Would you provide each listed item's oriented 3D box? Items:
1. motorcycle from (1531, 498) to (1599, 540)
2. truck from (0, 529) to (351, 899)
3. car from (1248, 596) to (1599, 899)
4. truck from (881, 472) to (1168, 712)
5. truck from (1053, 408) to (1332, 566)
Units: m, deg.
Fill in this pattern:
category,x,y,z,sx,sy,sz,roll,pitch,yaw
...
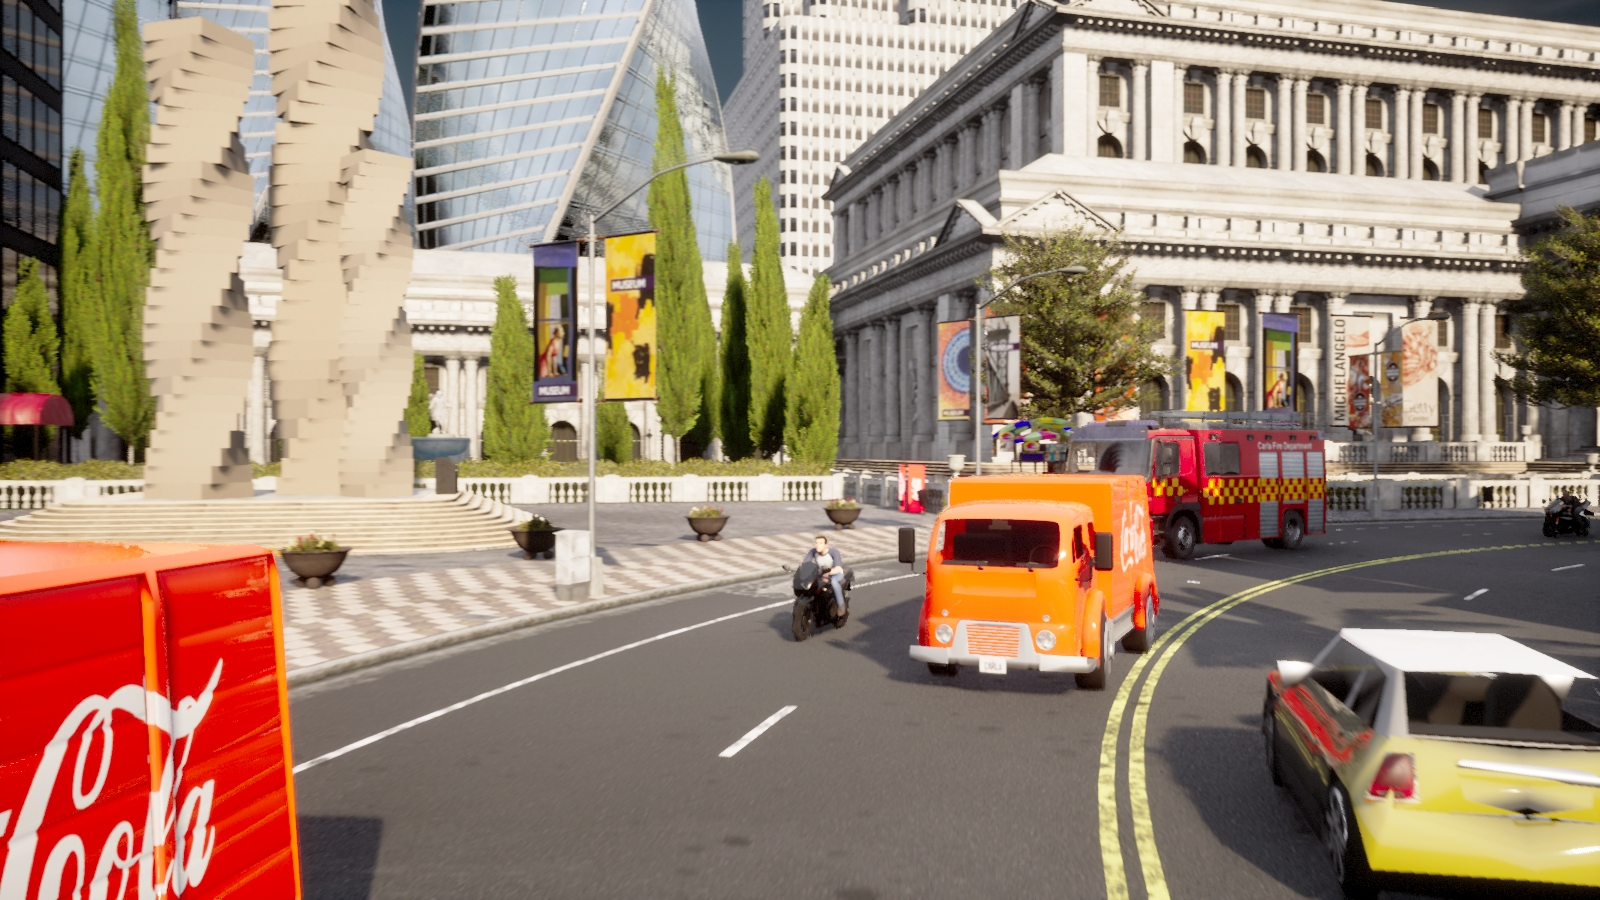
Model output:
category,x,y,z,sx,sy,sz,roll,pitch,yaw
motorcycle,24.698,2.217,36.796,2.209,1.251,0.867,0,1,-23
truck,-3.386,1.567,2.192,2.627,2.467,5.204,0,0,5
car,4.595,2.067,8.312,1.970,1.475,3.806,0,0,13
truck,3.201,1.570,15.110,2.627,2.467,5.204,0,0,24
truck,10.909,0.895,31.284,8.468,3.827,2.891,0,0,-36
